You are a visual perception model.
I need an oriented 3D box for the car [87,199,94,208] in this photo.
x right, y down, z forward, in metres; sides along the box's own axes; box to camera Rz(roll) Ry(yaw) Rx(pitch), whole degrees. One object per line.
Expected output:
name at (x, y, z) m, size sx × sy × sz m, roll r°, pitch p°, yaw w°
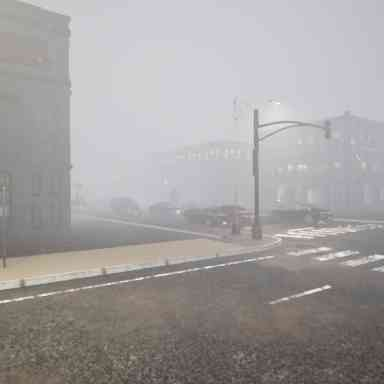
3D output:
car at (-19.255, 2.153, 63.395) m, size 2.128 × 1.511 × 4.902 m, roll -1°, pitch 0°, yaw -36°

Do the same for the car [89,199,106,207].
car at (-19.441, 2.221, 68.094) m, size 1.887 × 1.381 × 4.507 m, roll -1°, pitch 0°, yaw -36°

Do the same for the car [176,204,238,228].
car at (1.008, 1.811, 24.833) m, size 1.947 × 1.339 × 4.313 m, roll -2°, pitch 0°, yaw -36°

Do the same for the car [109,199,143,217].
car at (-6.961, 1.842, 36.196) m, size 1.967 × 1.590 × 4.097 m, roll -2°, pitch 0°, yaw -36°

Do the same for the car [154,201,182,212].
car at (-3.355, 1.960, 45.573) m, size 1.802 × 1.307 × 4.206 m, roll -2°, pitch 0°, yaw -36°

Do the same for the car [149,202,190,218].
car at (-2.733, 1.826, 34.752) m, size 2.128 × 1.511 × 4.902 m, roll -1°, pitch 0°, yaw -36°

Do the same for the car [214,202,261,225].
car at (3.314, 1.740, 26.293) m, size 1.812 × 1.442 × 4.674 m, roll -1°, pitch 0°, yaw -35°

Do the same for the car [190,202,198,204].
car at (-0.140, 1.898, 41.069) m, size 1.802 × 1.307 × 4.206 m, roll -2°, pitch 0°, yaw -36°

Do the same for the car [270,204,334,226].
car at (8.066, 1.632, 24.881) m, size 2.128 × 1.511 × 4.902 m, roll -1°, pitch 0°, yaw -37°

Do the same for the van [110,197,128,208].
van at (-13.012, 1.901, 59.085) m, size 1.690 × 1.788 × 3.998 m, roll -1°, pitch 0°, yaw -36°

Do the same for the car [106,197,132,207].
car at (-8.777, 1.673, 43.246) m, size 2.150 × 2.045 × 5.566 m, roll -1°, pitch 0°, yaw -35°

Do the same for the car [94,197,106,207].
car at (-16.230, 1.934, 63.590) m, size 2.192 × 1.841 × 5.009 m, roll -1°, pitch 0°, yaw -36°
